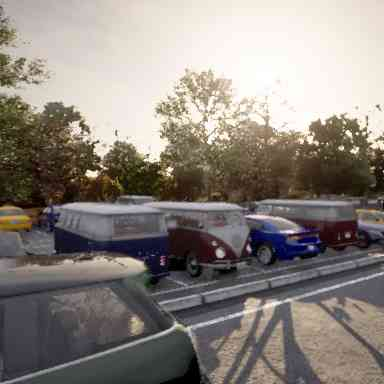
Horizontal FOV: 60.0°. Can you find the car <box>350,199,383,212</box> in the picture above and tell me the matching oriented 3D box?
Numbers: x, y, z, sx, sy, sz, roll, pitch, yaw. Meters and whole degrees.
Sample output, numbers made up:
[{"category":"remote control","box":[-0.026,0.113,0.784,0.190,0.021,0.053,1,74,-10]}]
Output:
[{"category":"car","box":[23.333,1.686,43.347,2.002,1.452,4.674,0,0,-36]}]

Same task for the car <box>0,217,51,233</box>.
[{"category":"car","box":[-4.651,1.549,7.291,2.163,1.488,4.792,0,0,-36]}]

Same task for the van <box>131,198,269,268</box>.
[{"category":"van","box":[-0.006,1.318,10.434,1.878,1.987,4.442,0,0,-36]}]

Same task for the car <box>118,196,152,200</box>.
[{"category":"car","box":[-3.743,1.307,23.950,2.435,2.045,5.566,0,0,-36]}]

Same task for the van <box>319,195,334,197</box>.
[{"category":"van","box":[16.491,1.398,38.600,1.878,1.987,4.442,0,0,-36]}]

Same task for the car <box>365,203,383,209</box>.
[{"category":"car","box":[9.157,1.571,16.903,1.946,1.575,5.366,0,0,-36]}]

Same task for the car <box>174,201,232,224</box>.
[{"category":"car","box":[0.752,1.573,27.207,2.097,1.535,5.008,0,0,-36]}]

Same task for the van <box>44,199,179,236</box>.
[{"category":"van","box":[-2.421,1.306,8.994,1.878,1.987,4.442,0,0,-36]}]

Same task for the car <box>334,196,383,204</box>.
[{"category":"car","box":[11.346,1.330,18.662,2.435,2.045,5.566,0,0,-36]}]

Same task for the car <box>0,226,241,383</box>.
[{"category":"car","box":[-2.093,1.349,2.190,4.553,1.767,2.097,0,0,-35]}]

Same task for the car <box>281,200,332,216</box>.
[{"category":"car","box":[12.060,1.638,35.252,2.163,1.488,4.792,0,0,-36]}]

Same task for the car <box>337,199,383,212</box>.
[{"category":"car","box":[21.077,1.638,41.730,2.097,1.535,5.008,0,0,-36]}]

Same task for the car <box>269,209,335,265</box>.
[{"category":"car","box":[2.211,1.552,12.157,2.097,1.535,5.008,0,0,-36]}]

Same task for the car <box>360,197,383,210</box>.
[{"category":"car","box":[25.571,1.529,44.989,2.185,1.767,4.553,0,0,-36]}]

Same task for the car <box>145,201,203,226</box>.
[{"category":"car","box":[-1.506,1.565,25.592,2.097,1.535,5.008,0,0,-36]}]

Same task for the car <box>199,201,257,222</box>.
[{"category":"car","box":[3.009,1.581,28.822,2.231,1.521,4.892,0,0,-36]}]

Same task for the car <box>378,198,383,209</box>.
[{"category":"car","box":[30.107,1.673,48.188,2.231,1.521,4.892,0,0,-36]}]

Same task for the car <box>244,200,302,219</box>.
[{"category":"car","box":[7.636,1.591,31.895,1.946,1.575,5.366,0,0,-36]}]

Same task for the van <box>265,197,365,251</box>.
[{"category":"van","box":[4.421,1.334,13.887,1.878,1.987,4.442,0,0,-36]}]

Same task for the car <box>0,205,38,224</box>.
[{"category":"car","box":[-10.643,1.526,19.278,1.946,1.575,5.366,0,0,-36]}]

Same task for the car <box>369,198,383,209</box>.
[{"category":"car","box":[27.843,1.663,46.583,2.097,1.535,5.008,0,0,-36]}]

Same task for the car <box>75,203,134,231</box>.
[{"category":"car","box":[-6.014,1.552,22.354,2.231,1.521,4.892,0,0,-36]}]

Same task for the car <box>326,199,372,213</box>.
[{"category":"car","box":[18.817,1.671,40.116,2.002,1.452,4.674,0,0,-36]}]

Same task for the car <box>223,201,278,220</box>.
[{"category":"car","box":[5.253,1.617,30.455,2.163,1.488,4.792,0,0,-36]}]

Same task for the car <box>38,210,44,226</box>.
[{"category":"car","box":[-8.274,1.541,20.739,2.097,1.535,5.008,0,0,-36]}]

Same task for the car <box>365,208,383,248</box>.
[{"category":"car","box":[6.767,1.607,15.425,2.002,1.452,4.674,0,0,-36]}]
